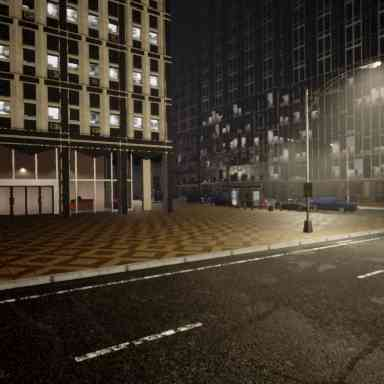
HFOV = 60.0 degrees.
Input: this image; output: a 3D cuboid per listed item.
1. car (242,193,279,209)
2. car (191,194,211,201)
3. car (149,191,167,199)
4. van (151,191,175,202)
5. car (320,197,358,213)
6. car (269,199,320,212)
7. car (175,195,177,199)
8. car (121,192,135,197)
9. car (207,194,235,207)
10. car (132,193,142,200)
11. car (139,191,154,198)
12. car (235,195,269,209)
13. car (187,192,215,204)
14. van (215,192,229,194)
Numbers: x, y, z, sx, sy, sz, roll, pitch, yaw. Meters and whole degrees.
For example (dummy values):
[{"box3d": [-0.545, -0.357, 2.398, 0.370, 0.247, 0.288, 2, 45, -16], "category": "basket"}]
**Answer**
[{"box3d": [8.789, 1.099, 43.003, 2.097, 1.767, 4.553, -1, 1, -34], "category": "car"}, {"box3d": [1.679, 1.043, 63.547, 1.802, 1.307, 4.206, 0, 1, -35], "category": "car"}, {"box3d": [-7.994, 0.615, 77.585, 2.192, 1.841, 5.009, 0, 1, -35], "category": "car"}, {"box3d": [-5.222, 0.937, 58.792, 1.690, 1.788, 3.998, 0, 1, -35], "category": "van"}, {"box3d": [14.588, 1.317, 34.585, 1.882, 1.535, 5.008, -1, 1, -35], "category": "car"}, {"box3d": [10.792, 1.424, 35.318, 1.947, 1.339, 4.313, 0, 1, -35], "category": "car"}, {"box3d": [-4.769, 0.936, 72.908, 1.802, 1.307, 4.206, 0, 1, -35], "category": "car"}, {"box3d": [-17.666, 0.688, 91.629, 2.008, 1.369, 4.403, 0, 1, -35], "category": "car"}, {"box3d": [4.405, 1.319, 44.724, 1.947, 1.339, 4.313, 0, 1, -35], "category": "car"}, {"box3d": [-11.671, 1.039, 68.155, 2.008, 1.369, 4.403, 0, 1, -35], "category": "car"}, {"box3d": [-11.218, 0.686, 82.267, 1.967, 1.590, 4.097, 0, 1, -35], "category": "car"}, {"box3d": [7.581, 1.388, 40.011, 1.802, 1.307, 4.206, 0, 1, -35], "category": "car"}, {"box3d": [1.115, 0.975, 54.180, 2.097, 1.767, 4.553, -1, 1, -34], "category": "car"}, {"box3d": [4.903, 0.855, 58.863, 1.690, 1.788, 3.998, 0, 1, -35], "category": "van"}]
